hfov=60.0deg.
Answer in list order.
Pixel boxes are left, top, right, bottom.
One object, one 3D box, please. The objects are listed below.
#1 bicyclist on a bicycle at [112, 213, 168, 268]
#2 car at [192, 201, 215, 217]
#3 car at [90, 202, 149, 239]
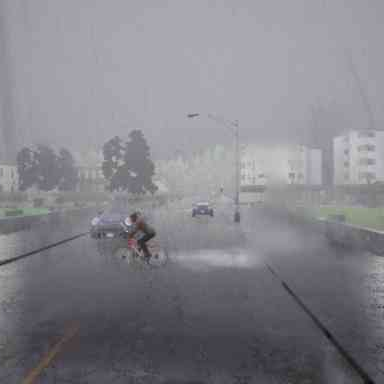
[{"bbox_3d":[-1.537,1.451,9.778,1.656,1.620,0.582,-1,0,2],"label":"bicyclist on a bicycle"},{"bbox_3d":[1.007,1.526,31.132,1.812,1.442,4.674,0,0,2],"label":"car"},{"bbox_3d":[-3.598,1.353,17.185,2.097,1.767,4.553,0,0,2],"label":"car"}]
